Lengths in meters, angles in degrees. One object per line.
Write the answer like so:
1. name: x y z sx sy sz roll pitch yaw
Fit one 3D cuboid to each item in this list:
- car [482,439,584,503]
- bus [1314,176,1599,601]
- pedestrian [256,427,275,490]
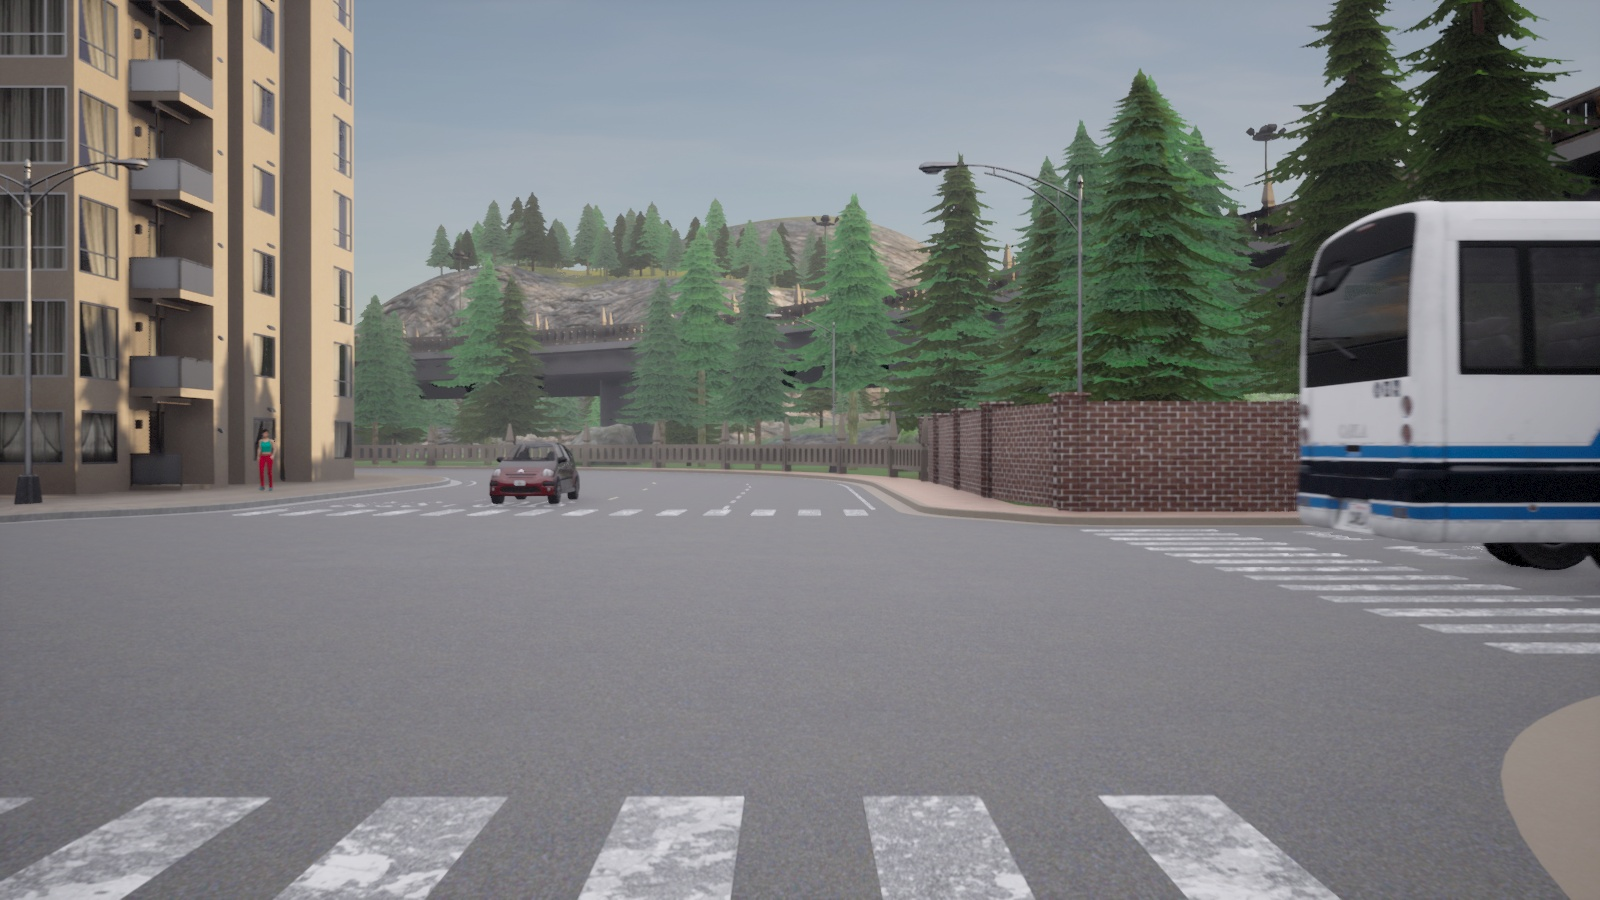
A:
1. car: -7.038 0.522 33.483 1.851 1.617 3.988 0 0 0
2. bus: 11.890 -0.615 14.523 10.273 4.253 3.944 0 0 0
3. pedestrian: -15.762 0.258 37.013 0.345 1.836 0.594 0 0 -4
